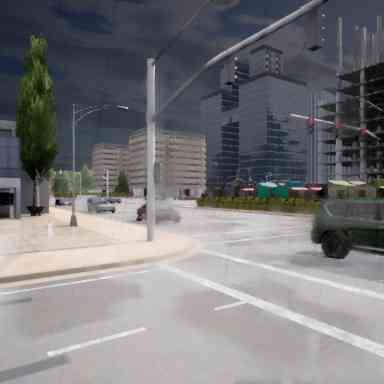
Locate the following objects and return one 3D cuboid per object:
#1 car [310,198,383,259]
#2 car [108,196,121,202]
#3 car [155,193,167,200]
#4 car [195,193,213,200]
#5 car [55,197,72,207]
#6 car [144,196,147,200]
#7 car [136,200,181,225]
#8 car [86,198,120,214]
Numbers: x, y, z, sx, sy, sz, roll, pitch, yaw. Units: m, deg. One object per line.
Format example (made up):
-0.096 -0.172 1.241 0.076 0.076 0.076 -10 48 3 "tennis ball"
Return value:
6.395 1.222 10.350 2.150 2.045 5.566 0 0 -33 "car"
-15.326 1.547 64.118 2.033 1.411 5.357 0 0 -34 "car"
-7.793 1.156 78.641 3.866 1.878 1.905 0 0 -34 "car"
3.242 1.156 62.414 3.866 1.878 1.905 0 0 -34 "car"
-20.028 1.494 51.775 2.128 1.511 4.902 0 0 -33 "car"
-9.371 1.153 81.068 4.605 1.855 1.932 0 0 -34 "car"
-2.581 1.525 24.362 1.812 1.442 4.674 0 0 -33 "car"
-9.657 1.600 35.411 1.895 1.301 4.718 0 0 -33 "car"
